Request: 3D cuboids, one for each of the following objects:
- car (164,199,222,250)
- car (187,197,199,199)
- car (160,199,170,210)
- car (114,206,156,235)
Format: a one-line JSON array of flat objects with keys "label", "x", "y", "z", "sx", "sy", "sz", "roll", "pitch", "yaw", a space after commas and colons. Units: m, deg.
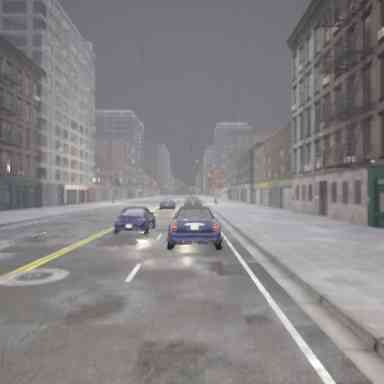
[{"label": "car", "x": 0.098, "y": 1.352, "z": 14.549, "sx": 2.097, "sy": 1.767, "sz": 4.553, "roll": 0, "pitch": 0, "yaw": 0}, {"label": "car", "x": 0.098, "y": 1.355, "z": 39.153, "sx": 2.097, "sy": 1.767, "sz": 4.553, "roll": 0, "pitch": 0, "yaw": 0}, {"label": "car", "x": -3.152, "y": 1.569, "z": 43.835, "sx": 1.994, "sy": 1.385, "sz": 4.181, "roll": 0, "pitch": 0, "yaw": 0}, {"label": "car", "x": -3.152, "y": 1.526, "z": 18.878, "sx": 1.812, "sy": 1.442, "sz": 4.674, "roll": 0, "pitch": 0, "yaw": 0}]
